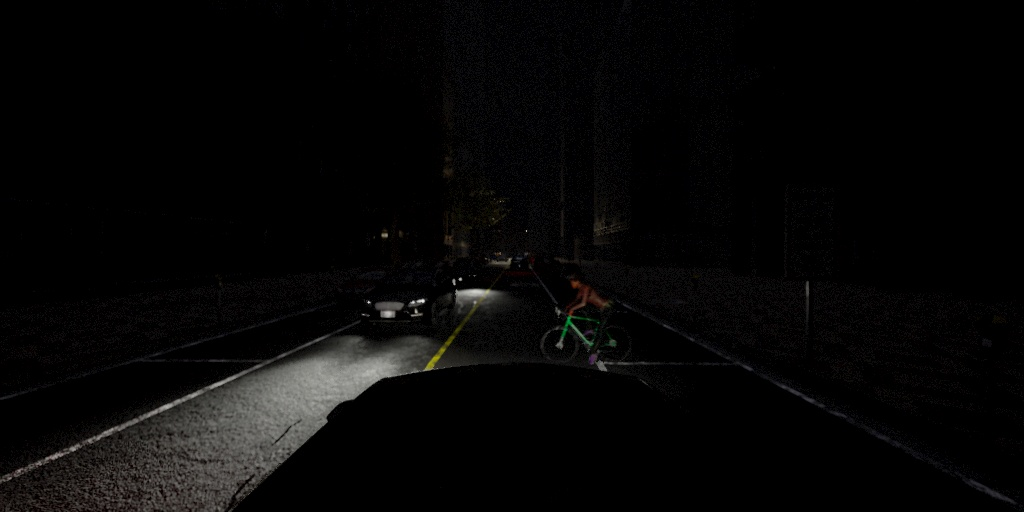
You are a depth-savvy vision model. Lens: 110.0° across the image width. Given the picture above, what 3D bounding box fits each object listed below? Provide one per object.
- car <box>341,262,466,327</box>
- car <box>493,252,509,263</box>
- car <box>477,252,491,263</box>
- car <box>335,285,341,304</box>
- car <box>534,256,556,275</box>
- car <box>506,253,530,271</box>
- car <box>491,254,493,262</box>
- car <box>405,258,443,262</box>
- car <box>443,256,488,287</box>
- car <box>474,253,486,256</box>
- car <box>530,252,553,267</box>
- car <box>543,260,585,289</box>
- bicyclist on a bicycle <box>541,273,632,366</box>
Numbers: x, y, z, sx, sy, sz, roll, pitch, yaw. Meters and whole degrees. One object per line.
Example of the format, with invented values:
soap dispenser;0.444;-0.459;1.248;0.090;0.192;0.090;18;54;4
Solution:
car;-2.942;1.107;11.082;2.128;1.511;4.902;0;1;1
car;-1.850;0.445;64.441;1.812;1.442;4.674;0;1;2
car;-4.860;0.361;54.303;2.192;1.841;5.009;0;0;1
car;-5.629;1.144;14.838;1.802;1.307;4.207;0;0;1
car;3.224;0.882;31.579;1.888;1.381;4.507;0;0;1
car;0.776;0.748;37.696;2.128;1.511;4.902;0;1;1
car;-4.749;0.541;59.942;1.948;1.339;4.313;0;0;1
car;-5.519;0.924;20.476;1.967;1.591;4.097;0;0;1
car;-2.726;0.973;21.717;1.837;1.490;4.892;0;1;1
car;-4.969;0.663;48.665;1.888;1.381;4.507;0;0;1
car;3.334;0.578;37.217;2.192;1.841;5.009;0;0;1
car;3.005;1.053;20.305;1.948;1.339;4.313;0;0;1
bicyclist on a bicycle;1.324;1.132;6.443;1.656;1.620;0.582;-2;1;1
